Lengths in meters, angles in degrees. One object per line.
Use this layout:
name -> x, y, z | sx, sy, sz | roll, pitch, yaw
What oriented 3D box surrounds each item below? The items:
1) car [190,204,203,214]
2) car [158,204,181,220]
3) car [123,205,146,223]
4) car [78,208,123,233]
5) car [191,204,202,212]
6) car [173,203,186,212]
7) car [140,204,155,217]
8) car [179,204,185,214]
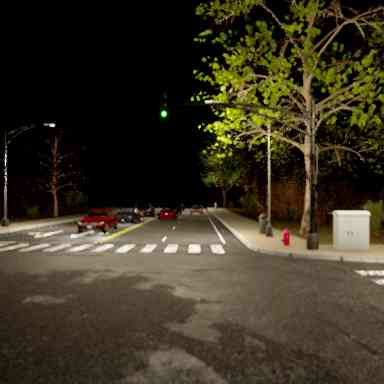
car -> 0.695, 2.793, 52.103 | 1.895, 1.301, 4.718 | 0, -1, 1
car -> -2.719, 2.418, 38.096 | 1.994, 1.385, 4.181 | 0, -1, 1
car -> -6.249, 2.267, 32.925 | 2.033, 1.411, 5.357 | 0, -1, 1
car -> -6.434, 2.015, 23.297 | 1.812, 1.442, 4.674 | 0, -1, 1
car -> 0.881, 2.987, 62.105 | 1.994, 1.385, 4.181 | 0, -1, 1
car -> -2.368, 2.906, 62.168 | 2.128, 1.511, 4.902 | 0, -1, 1
car -> -6.060, 2.308, 42.817 | 2.097, 1.767, 4.553 | 0, -2, 1
car -> -2.562, 2.721, 51.752 | 2.033, 1.411, 5.357 | 0, -1, 1
